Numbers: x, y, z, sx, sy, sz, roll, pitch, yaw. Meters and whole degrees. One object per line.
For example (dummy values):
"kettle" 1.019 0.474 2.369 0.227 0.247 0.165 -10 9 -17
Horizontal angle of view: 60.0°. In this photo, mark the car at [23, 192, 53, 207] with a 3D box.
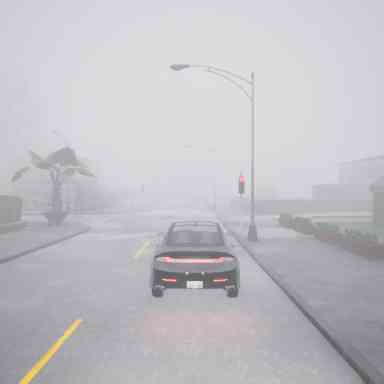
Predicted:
"car" -19.593 0.986 43.003 1.905 1.878 3.866 0 0 35

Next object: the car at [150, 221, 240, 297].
"car" 0.084 1.492 8.544 2.128 1.511 4.902 0 0 1

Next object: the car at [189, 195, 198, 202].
"car" 0.290 1.465 74.479 1.882 1.535 5.008 0 0 0

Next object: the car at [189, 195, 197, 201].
"car" 0.331 1.541 84.715 1.994 1.385 4.181 0 0 0
